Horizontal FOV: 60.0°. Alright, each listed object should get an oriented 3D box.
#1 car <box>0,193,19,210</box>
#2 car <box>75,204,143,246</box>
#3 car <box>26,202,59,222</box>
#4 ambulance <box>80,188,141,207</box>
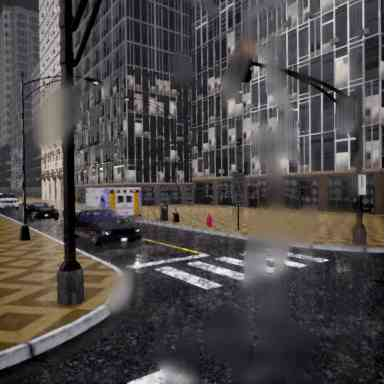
[{"bbox_3d":[-23.802,1.174,42.817,2.150,2.045,5.566,-1,0,-36],"label":"car"},{"bbox_3d":[-4.299,1.527,15.606,2.033,1.411,5.357,-1,1,-36],"label":"car"},{"bbox_3d":[-11.884,1.532,26.135,1.994,1.385,4.181,-1,1,-36],"label":"car"},{"bbox_3d":[-5.866,0.956,23.034,2.351,2.431,6.366,-1,1,-36],"label":"ambulance"}]
